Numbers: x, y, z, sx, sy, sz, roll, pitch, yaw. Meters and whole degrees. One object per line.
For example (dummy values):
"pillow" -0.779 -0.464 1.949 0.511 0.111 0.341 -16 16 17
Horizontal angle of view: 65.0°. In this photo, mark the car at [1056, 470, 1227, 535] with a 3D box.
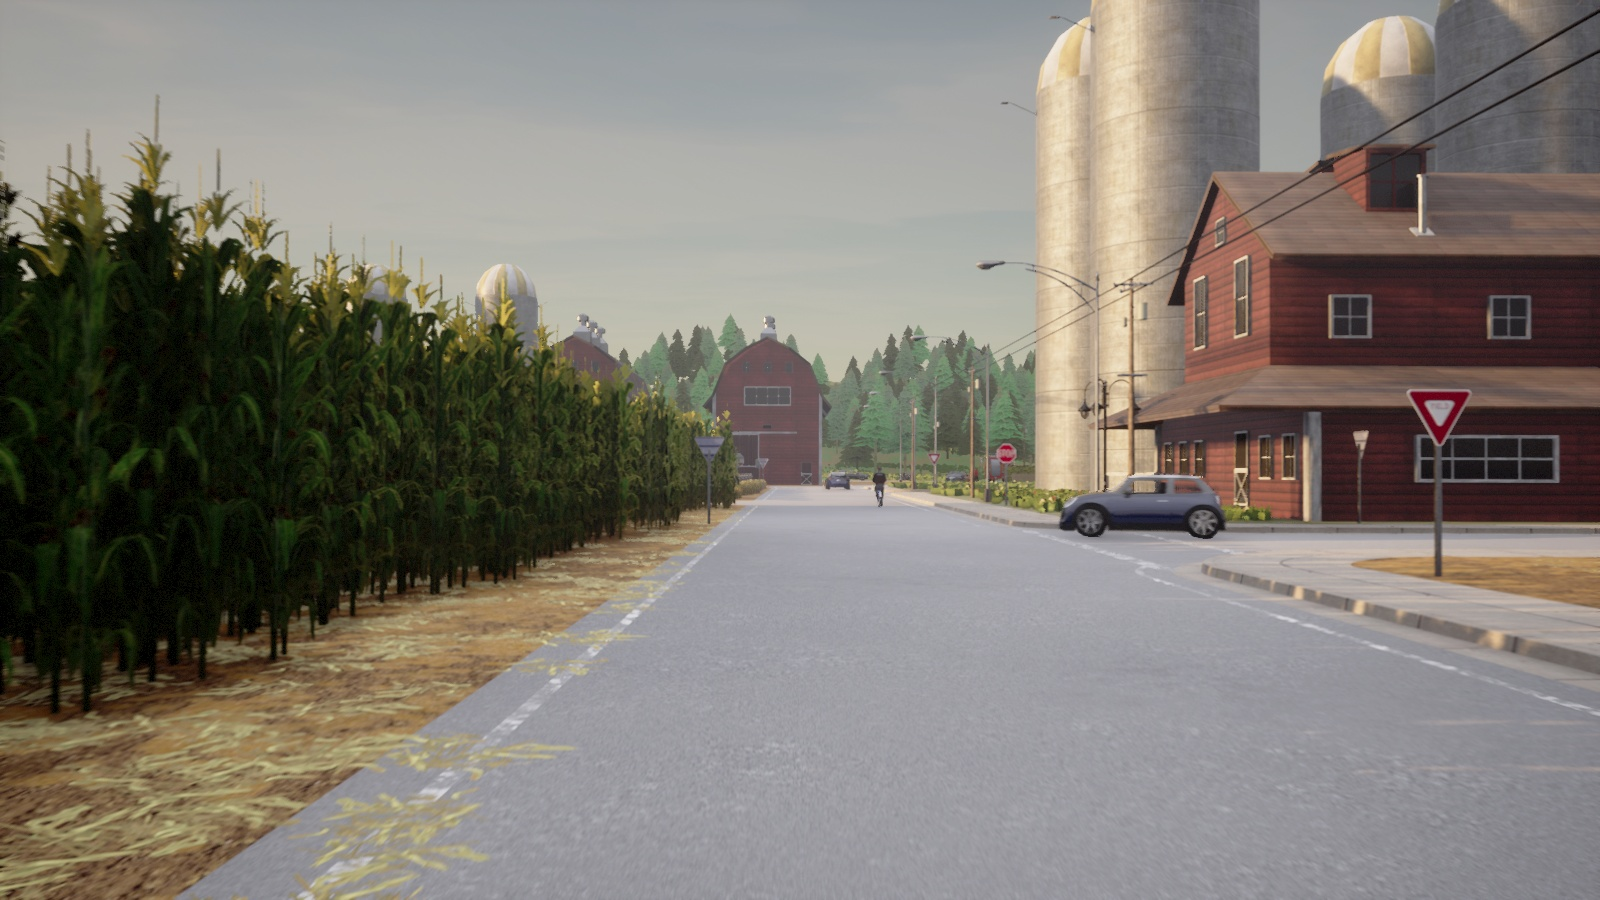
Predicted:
"car" 8.152 1.230 30.120 3.806 1.475 1.970 -1 -1 15
